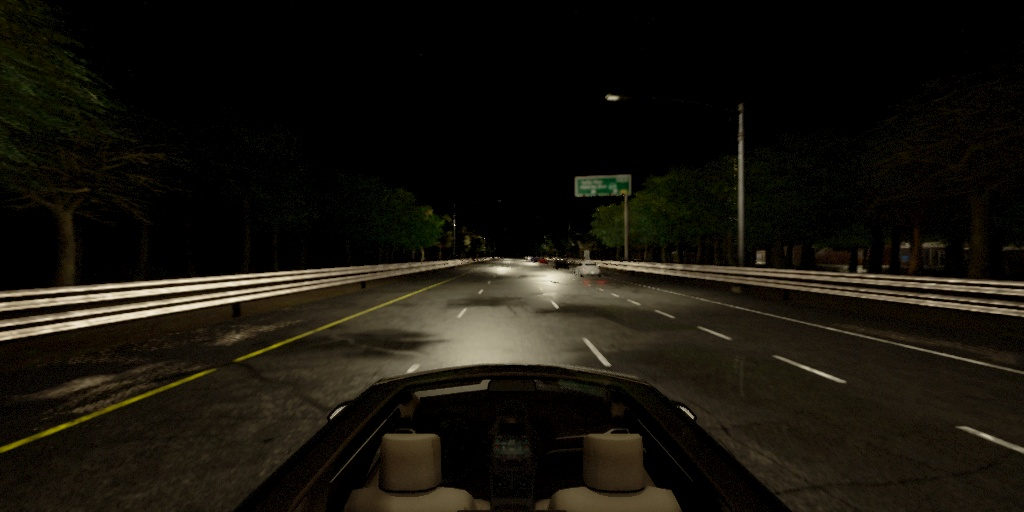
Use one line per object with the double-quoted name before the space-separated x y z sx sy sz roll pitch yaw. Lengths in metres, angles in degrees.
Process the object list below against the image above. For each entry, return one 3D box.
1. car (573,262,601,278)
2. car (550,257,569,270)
"car" 7.043 1.267 33.630 1.812 1.442 4.674 0 0 0
"car" 7.090 1.205 52.563 1.882 1.535 5.008 0 0 0
